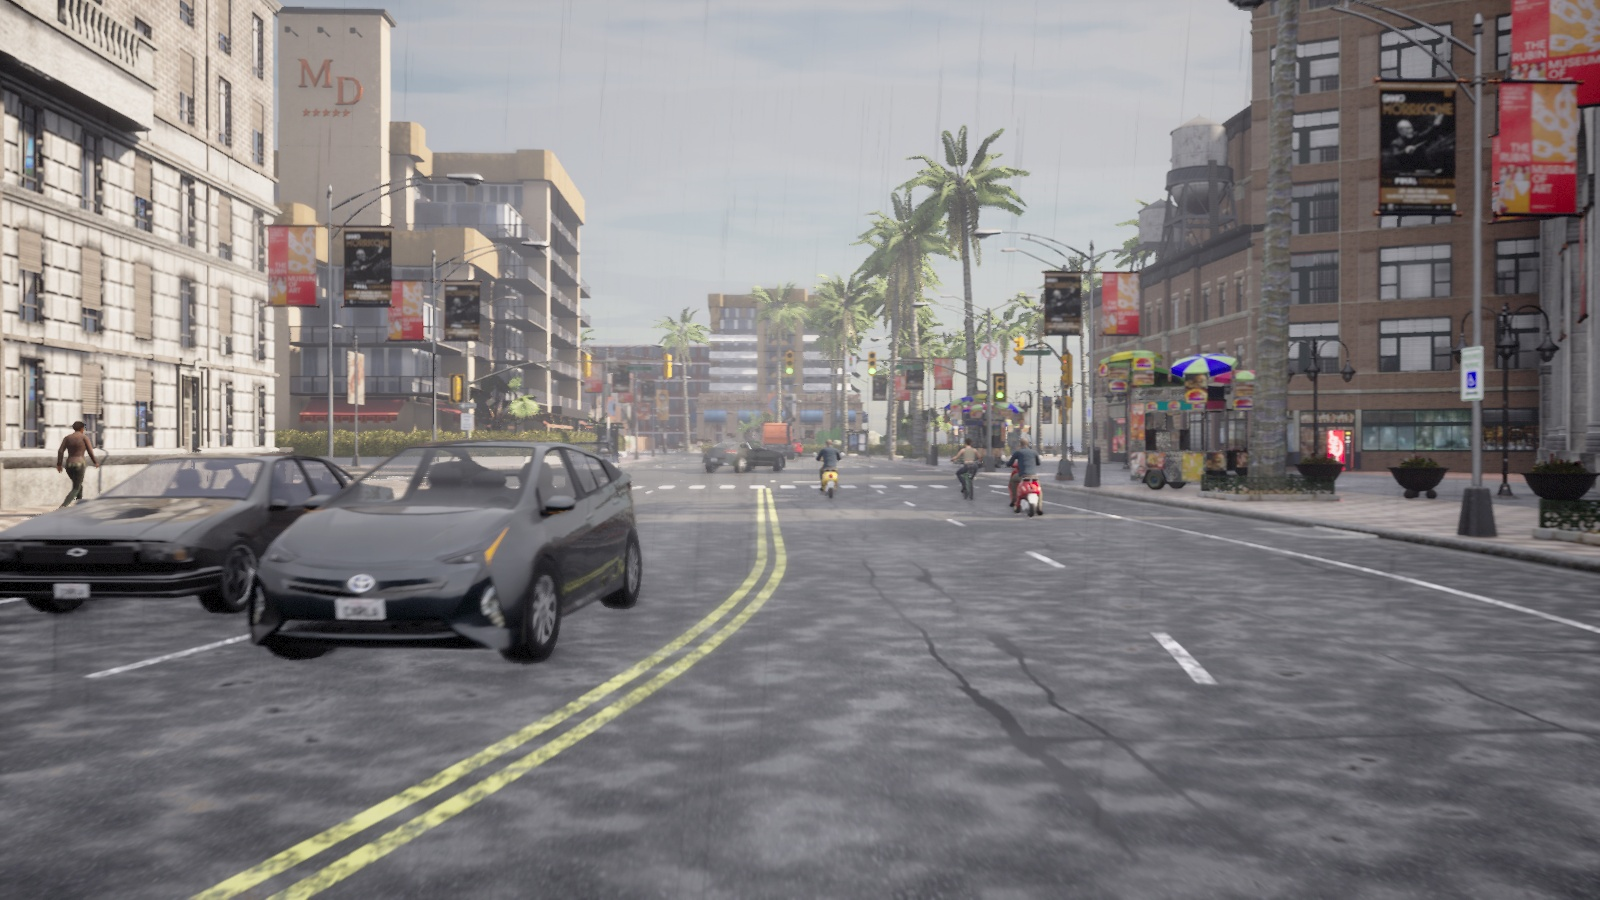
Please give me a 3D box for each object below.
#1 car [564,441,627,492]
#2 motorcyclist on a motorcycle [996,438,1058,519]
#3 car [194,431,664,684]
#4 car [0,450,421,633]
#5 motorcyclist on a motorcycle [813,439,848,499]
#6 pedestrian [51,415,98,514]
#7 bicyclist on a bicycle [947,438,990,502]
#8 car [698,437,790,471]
[{"bbox_3d":[-6.586,0.496,40.226,1.789,1.549,3.705,0,0,-13],"label":"car"},{"bbox_3d":[4.603,0.561,25.595,0.866,1.590,1.817,0,0,-2],"label":"motorcyclist on a motorcycle"},{"bbox_3d":[-2.525,0.636,9.907,2.007,1.525,4.514,0,0,6],"label":"car"},{"bbox_3d":[-5.751,0.719,12.630,2.033,1.411,5.357,0,0,3],"label":"car"},{"bbox_3d":[0.822,0.509,34.330,0.866,1.590,1.817,0,0,-2],"label":"motorcyclist on a motorcycle"},{"bbox_3d":[-13.429,0.264,23.267,0.328,1.805,0.869,0,0,3],"label":"pedestrian"},{"bbox_3d":[4.383,0.505,32.686,0.866,1.612,1.509,0,0,-2],"label":"bicyclist on a bicycle"},{"bbox_3d":[-2.766,0.168,63.727,2.152,1.651,5.027,0,0,33],"label":"car"}]
